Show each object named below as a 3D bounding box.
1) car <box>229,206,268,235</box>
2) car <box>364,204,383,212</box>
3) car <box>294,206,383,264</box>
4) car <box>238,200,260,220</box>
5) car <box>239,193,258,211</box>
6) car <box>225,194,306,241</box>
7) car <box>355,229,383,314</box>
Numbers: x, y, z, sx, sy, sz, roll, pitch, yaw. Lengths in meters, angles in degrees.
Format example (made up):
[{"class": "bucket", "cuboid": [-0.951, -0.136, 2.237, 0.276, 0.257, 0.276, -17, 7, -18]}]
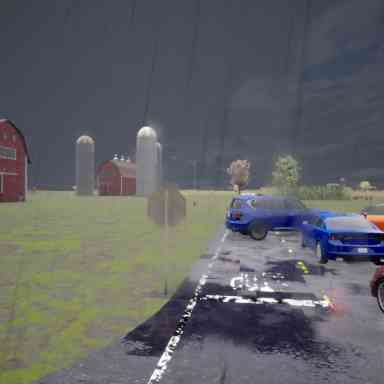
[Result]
[{"class": "car", "cuboid": [3.237, 1.606, 19.917, 1.895, 1.301, 4.718, 0, 0, 5]}, {"class": "car", "cuboid": [9.257, 1.371, 16.472, 4.553, 1.767, 2.097, 0, 0, 38]}, {"class": "car", "cuboid": [5.112, 1.481, 11.761, 1.882, 1.535, 5.008, 0, 0, 8]}, {"class": "car", "cuboid": [5.068, 1.504, 29.745, 1.837, 1.490, 4.892, 0, 0, 9]}, {"class": "car", "cuboid": [6.994, 1.215, 41.292, 2.150, 2.045, 5.566, 0, 0, 10]}, {"class": "car", "cuboid": [4.432, 1.216, 16.579, 5.566, 2.045, 2.150, 0, 1, -9]}, {"class": "car", "cuboid": [4.620, 1.529, 4.584, 1.812, 1.442, 4.674, 0, 0, -9]}]
